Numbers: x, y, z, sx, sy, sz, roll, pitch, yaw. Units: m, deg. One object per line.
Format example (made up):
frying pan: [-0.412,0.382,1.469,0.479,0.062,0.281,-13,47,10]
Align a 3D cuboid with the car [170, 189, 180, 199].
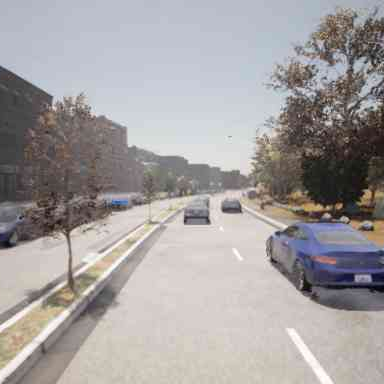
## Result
car: [-4.806,0.717,75.591,2.231,1.521,4.892,0,1,9]

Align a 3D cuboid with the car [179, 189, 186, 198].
car: [-3.929,0.393,81.066,2.435,2.045,5.566,0,1,10]

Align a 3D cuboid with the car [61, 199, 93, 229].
car: [-7.910,1.360,20.213,2.002,1.452,4.674,0,1,0]

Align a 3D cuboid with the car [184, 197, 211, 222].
car: [0.375,1.361,24.146,2.033,1.411,5.357,0,0,2]

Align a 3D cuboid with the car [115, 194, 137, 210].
car: [-7.823,1.161,36.756,2.097,1.535,5.008,0,1,1]

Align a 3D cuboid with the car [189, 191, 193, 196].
car: [-1.944,0.486,91.862,1.946,1.575,5.366,0,1,12]

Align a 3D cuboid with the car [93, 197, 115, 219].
car: [-7.881,1.270,25.764,2.231,1.521,4.892,0,1,0]

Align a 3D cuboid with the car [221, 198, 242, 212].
car: [4.003,1.293,34.173,1.994,1.385,4.181,0,1,3]

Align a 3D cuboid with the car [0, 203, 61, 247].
car: [-7.939,1.397,14.637,2.163,1.488,4.792,0,0,0]

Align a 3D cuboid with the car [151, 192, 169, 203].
car: [-6.219,0.846,64.355,1.946,1.575,5.366,0,1,7]

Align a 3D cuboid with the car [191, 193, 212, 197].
car: [1.321,1.199,41.542,2.033,1.411,5.357,0,1,4]

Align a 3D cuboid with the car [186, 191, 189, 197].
car: [-3.003,0.567,86.399,1.946,1.575,5.366,0,1,11]

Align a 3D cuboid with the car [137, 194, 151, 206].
car: [-7.584,1.087,46.351,2.163,1.488,4.792,0,1,3]

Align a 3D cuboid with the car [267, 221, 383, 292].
car: [3.255,1.465,8.620,1.812,1.442,4.674,0,0,0]
